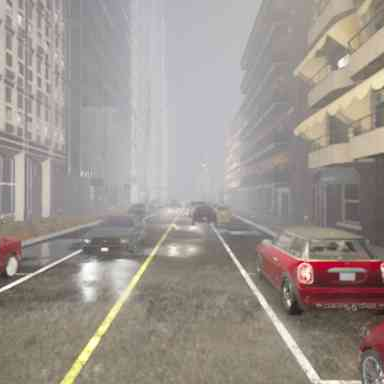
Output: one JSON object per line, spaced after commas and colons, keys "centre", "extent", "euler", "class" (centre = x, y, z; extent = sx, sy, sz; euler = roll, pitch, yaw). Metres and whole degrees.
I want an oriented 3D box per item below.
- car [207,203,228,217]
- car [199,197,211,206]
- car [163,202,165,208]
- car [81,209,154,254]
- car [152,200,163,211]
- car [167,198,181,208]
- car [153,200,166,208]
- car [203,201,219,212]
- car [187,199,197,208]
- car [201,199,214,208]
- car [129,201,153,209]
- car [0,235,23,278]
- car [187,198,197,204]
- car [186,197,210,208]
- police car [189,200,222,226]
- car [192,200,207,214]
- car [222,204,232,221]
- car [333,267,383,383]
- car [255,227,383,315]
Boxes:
{"centre": [2.691, 1.892, 35.939], "extent": [1.947, 1.339, 4.313], "euler": [0, -1, 0], "class": "car"}
{"centre": [2.691, 1.965, 69.831], "extent": [2.192, 1.841, 5.009], "euler": [0, -1, 0], "class": "car"}
{"centre": [-5.690, 1.926, 52.885], "extent": [1.967, 1.590, 4.097], "euler": [0, -1, 0], "class": "car"}
{"centre": [-3.099, 1.678, 14.465], "extent": [2.033, 1.411, 5.357], "euler": [0, -1, 0], "class": "car"}
{"centre": [-5.690, 1.983, 47.235], "extent": [2.008, 1.369, 4.403], "euler": [0, -1, 0], "class": "car"}
{"centre": [-3.044, 1.879, 57.149], "extent": [2.097, 1.767, 4.553], "euler": [0, -1, 1], "class": "car"}
{"centre": [-5.690, 2.064, 58.362], "extent": [1.752, 1.417, 4.829], "euler": [0, -1, 0], "class": "car"}
{"centre": [2.691, 1.983, 47.236], "extent": [2.008, 1.369, 4.403], "euler": [0, -1, 0], "class": "car"}
{"centre": [0.001, 2.085, 60.494], "extent": [1.812, 1.442, 4.674], "euler": [0, -1, 0], "class": "car"}
{"centre": [2.690, 1.981, 58.533], "extent": [1.967, 1.590, 4.097], "euler": [0, -1, 0], "class": "car"}
{"centre": [-5.690, 1.892, 35.938], "extent": [1.947, 1.339, 4.313], "euler": [0, -1, 0], "class": "car"}
{"centre": [-5.689, 1.614, 7.698], "extent": [1.887, 1.381, 4.507], "euler": [0, -1, 0], "class": "car"}
{"centre": [0.000, 2.158, 80.733], "extent": [2.128, 1.511, 4.902], "euler": [0, -1, 0], "class": "car"}
{"centre": [0.691, 1.673, 35.326], "extent": [2.097, 1.767, 4.553], "euler": [0, 0, 0], "class": "car"}
{"centre": [0.900, 1.655, 25.464], "extent": [1.930, 1.638, 5.238], "euler": [0, -1, 0], "class": "police car"}
{"centre": [0.900, 1.834, 41.544], "extent": [1.801, 1.575, 5.366], "euler": [0, -1, 0], "class": "car"}
{"centre": [2.691, 1.801, 30.460], "extent": [1.752, 1.417, 4.829], "euler": [0, -1, 0], "class": "car"}
{"centre": [2.692, 1.602, 2.049], "extent": [1.802, 1.307, 4.206], "euler": [0, -1, 0], "class": "car"}
{"centre": [2.691, 1.510, 7.699], "extent": [1.967, 1.590, 4.097], "euler": [0, -1, 0], "class": "car"}
